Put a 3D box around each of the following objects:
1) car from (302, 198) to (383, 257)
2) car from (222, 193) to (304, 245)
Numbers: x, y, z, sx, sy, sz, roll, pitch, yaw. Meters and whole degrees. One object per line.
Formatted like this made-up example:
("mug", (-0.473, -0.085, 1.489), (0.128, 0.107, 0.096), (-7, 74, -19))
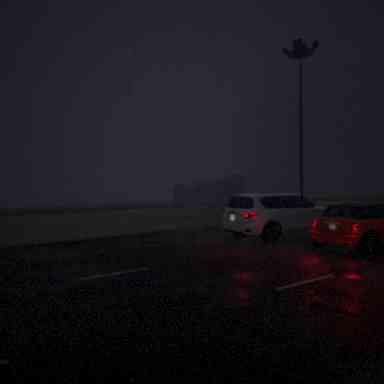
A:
("car", (6.581, 1.157, 12.315), (4.553, 1.767, 2.097), (-1, 1, -30))
("car", (3.942, 1.038, 14.837), (5.566, 2.045, 2.150), (-1, 1, -31))
